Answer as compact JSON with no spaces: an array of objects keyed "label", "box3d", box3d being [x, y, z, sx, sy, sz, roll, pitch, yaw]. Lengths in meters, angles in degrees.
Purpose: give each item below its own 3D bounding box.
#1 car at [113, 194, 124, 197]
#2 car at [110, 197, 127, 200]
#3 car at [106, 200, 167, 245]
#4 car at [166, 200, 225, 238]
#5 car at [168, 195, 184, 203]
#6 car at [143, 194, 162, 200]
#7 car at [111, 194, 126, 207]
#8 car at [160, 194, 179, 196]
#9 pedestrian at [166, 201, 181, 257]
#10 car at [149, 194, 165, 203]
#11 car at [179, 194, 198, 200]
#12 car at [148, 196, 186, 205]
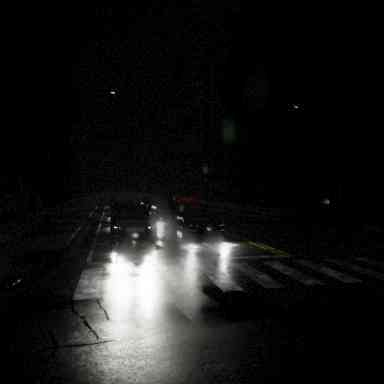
[{"label":"car","box3d":[-7.409,1.204,34.219,1.812,1.442,4.674,1,0,-13]},{"label":"car","box3d":[-4.979,1.308,24.179,2.033,1.411,5.357,1,0,-14]},{"label":"car","box3d":[-2.679,1.326,14.708,2.128,1.511,4.902,1,0,-14]},{"label":"car","box3d":[0.166,1.362,16.745,1.837,1.490,4.892,1,0,-14]},{"label":"car","box3d":[-2.866,1.200,57.203,1.895,1.301,4.718,1,0,-14]},{"label":"car","box3d":[-4.517,1.250,36.072,2.033,1.411,5.357,1,0,-14]},{"label":"car","box3d":[-9.953,1.093,44.905,1.837,1.490,4.892,1,0,-13]},{"label":"car","box3d":[-3.659,1.198,46.924,2.033,1.411,5.357,1,0,-13]},{"label":"pedestrian","box3d":[-0.626,1.171,10.863,0.375,1.860,0.375,1,0,-14]},{"label":"car","box3d":[-6.016,1.058,56.406,2.128,1.511,4.902,1,0,-14]},{"label":"car","box3d":[-0.495,1.036,47.609,2.097,1.767,4.553,1,0,-13]},{"label":"car","box3d":[-2.064,1.290,25.950,1.837,1.490,4.892,1,0,-14]}]
